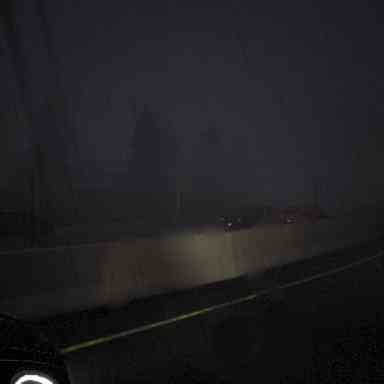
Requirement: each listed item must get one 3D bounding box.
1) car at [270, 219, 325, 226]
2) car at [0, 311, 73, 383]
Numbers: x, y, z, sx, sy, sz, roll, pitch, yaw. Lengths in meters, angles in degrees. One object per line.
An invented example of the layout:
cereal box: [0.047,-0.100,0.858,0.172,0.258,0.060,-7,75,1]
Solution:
car: [6.088,1.484,18.854,1.882,1.535,5.008,0,0,45]
car: [-2.991,1.357,1.783,4.553,1.767,2.097,0,0,-35]
